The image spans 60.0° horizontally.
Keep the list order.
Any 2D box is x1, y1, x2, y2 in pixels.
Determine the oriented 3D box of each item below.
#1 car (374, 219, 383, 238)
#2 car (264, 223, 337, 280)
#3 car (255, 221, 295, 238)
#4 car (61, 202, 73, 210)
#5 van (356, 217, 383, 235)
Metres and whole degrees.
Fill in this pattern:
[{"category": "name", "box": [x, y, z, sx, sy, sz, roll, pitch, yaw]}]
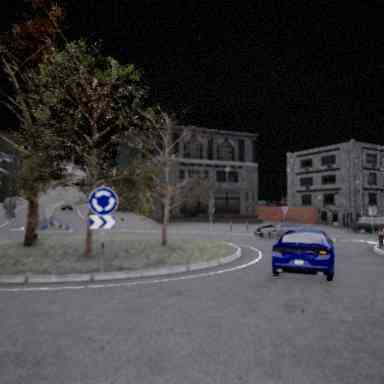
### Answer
[{"category": "car", "box": [19.387, 3.577, 30.782, 4.674, 1.442, 1.812, 5, -5, -29]}, {"category": "car", "box": [4.151, 2.080, 12.133, 1.882, 1.535, 5.008, -1, -4, 23]}, {"category": "car", "box": [7.002, 2.928, 25.548, 4.181, 1.385, 1.994, 2, -3, -12]}, {"category": "car", "box": [-21.581, 2.404, 57.681, 1.895, 1.301, 4.718, 1, 3, -19]}, {"category": "van", "box": [20.355, 3.809, 36.705, 1.878, 1.987, 4.442, 5, -5, -29]}]
